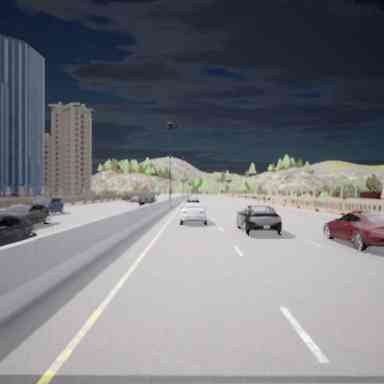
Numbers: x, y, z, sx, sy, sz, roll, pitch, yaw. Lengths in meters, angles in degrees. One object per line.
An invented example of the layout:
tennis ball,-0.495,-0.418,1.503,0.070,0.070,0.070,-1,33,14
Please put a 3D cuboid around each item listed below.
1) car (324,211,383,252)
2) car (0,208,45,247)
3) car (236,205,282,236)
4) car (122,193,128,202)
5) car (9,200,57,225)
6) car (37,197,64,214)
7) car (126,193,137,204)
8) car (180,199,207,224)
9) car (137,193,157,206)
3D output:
car,7.104,1.509,13.719,1.812,1.442,4.674,0,0,0
car,-7.087,1.512,11.457,1.812,1.442,4.674,0,0,0
car,3.605,1.469,18.441,2.128,1.511,4.902,0,0,0
car,-13.977,1.135,73.914,2.150,2.045,5.566,0,0,0
car,-10.594,1.479,21.010,1.837,1.490,4.892,0,0,0
car,-14.086,1.313,32.080,2.097,1.767,4.553,0,0,0
car,-10.518,1.450,62.285,1.812,1.442,4.674,0,0,1
car,0.105,1.497,24.120,1.812,1.442,4.674,0,0,0
car,-7.044,1.155,54.020,2.150,2.045,5.566,0,0,1
